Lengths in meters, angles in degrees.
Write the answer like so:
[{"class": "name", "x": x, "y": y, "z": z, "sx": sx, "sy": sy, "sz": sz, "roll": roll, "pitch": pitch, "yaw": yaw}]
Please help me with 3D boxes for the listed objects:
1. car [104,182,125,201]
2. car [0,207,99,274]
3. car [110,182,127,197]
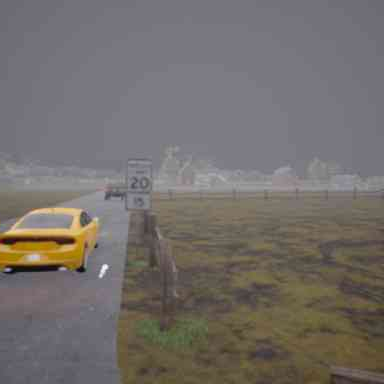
[{"class": "car", "x": -8.973, "y": -0.084, "z": 39.006, "sx": 2.150, "sy": 2.045, "sz": 5.566, "roll": 1, "pitch": 2, "yaw": -10}, {"class": "car", "x": -3.842, "y": 1.179, "z": 9.633, "sx": 1.882, "sy": 1.535, "sz": 5.008, "roll": 1, "pitch": 2, "yaw": -10}, {"class": "car", "x": -10.820, "y": -0.425, "z": 49.238, "sx": 2.150, "sy": 2.045, "sz": 5.566, "roll": 1, "pitch": 2, "yaw": -10}]
